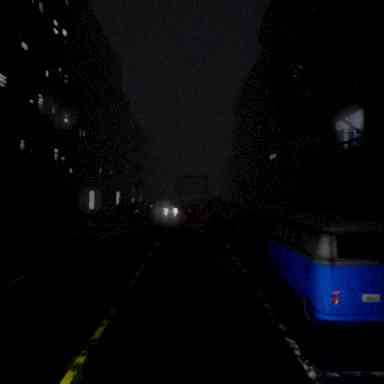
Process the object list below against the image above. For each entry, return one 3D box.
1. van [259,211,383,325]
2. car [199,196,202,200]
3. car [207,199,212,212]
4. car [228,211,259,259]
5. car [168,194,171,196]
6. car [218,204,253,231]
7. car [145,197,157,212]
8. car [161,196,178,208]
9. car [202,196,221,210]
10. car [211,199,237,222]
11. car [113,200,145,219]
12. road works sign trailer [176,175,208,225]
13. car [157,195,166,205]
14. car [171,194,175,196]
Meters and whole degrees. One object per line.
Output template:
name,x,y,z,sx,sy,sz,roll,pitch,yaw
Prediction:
van,2.691,1.358,6.847,1.690,1.788,3.998,0,0,0
car,2.683,1.710,91.562,1.752,1.417,4.829,0,0,0
car,2.689,1.618,29.392,2.008,1.369,4.403,0,0,0
car,2.690,1.596,12.483,1.947,1.339,4.313,0,0,0
car,-5.694,1.448,63.214,2.192,1.841,5.009,0,0,0
car,2.690,1.587,18.119,1.887,1.381,4.507,0,0,0
car,-5.693,1.615,40.497,1.752,1.417,4.829,0,0,0
car,-3.086,1.709,50.018,1.895,1.301,4.718,0,0,0
car,2.689,1.405,40.665,2.192,1.841,5.009,0,0,0
car,2.689,1.495,23.756,1.967,1.590,4.097,0,0,0
car,-5.692,1.633,29.394,1.947,1.339,4.313,0,0,0
road works sign trailer,-0.002,0.522,24.891,2.380,3.560,2.880,0,0,0
car,-5.694,1.563,57.578,1.967,1.590,4.097,0,0,0
car,-5.696,1.499,91.396,2.192,1.841,5.009,0,0,0
